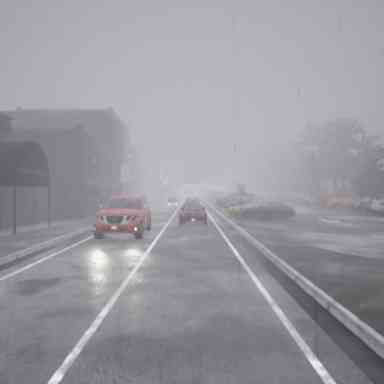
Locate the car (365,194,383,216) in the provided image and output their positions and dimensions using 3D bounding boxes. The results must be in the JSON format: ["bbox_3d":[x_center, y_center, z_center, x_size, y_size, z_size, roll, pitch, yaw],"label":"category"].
[{"bbox_3d":[19.116,1.163,29.751,5.566,2.045,2.435,0,0,0],"label":"car"}]

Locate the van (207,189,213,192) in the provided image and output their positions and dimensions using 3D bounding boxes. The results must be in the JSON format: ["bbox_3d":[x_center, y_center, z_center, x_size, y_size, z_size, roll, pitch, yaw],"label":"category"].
[{"bbox_3d":[5.971,0.897,71.591,4.442,1.987,1.878,0,0,0],"label":"van"}]

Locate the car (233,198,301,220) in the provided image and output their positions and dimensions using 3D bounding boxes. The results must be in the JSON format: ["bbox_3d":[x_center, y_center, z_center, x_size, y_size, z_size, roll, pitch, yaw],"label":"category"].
[{"bbox_3d":[6.018,1.472,27.140,4.674,1.452,2.002,1,0,0],"label":"car"}]

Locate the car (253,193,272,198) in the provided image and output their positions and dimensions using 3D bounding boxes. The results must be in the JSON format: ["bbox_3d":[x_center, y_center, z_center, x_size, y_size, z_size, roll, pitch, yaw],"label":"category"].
[{"bbox_3d":[19.209,0.998,91.021,4.674,1.452,2.002,0,1,0],"label":"car"}]

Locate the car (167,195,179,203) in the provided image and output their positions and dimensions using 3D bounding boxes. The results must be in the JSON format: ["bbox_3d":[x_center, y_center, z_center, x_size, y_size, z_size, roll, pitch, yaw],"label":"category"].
[{"bbox_3d":[-3.390,1.258,59.351,1.994,1.385,4.181,0,0,0],"label":"car"}]

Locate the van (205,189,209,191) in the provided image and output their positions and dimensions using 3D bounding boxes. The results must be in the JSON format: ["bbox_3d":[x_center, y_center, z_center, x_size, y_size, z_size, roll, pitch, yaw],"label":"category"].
[{"bbox_3d":[6.238,0.757,88.227,4.442,1.987,1.878,0,1,0],"label":"van"}]

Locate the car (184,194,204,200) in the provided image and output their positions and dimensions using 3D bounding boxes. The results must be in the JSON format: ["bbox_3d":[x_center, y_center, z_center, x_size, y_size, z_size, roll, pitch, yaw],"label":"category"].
[{"bbox_3d":[0.039,1.300,41.512,2.128,1.511,4.902,0,0,0],"label":"car"}]

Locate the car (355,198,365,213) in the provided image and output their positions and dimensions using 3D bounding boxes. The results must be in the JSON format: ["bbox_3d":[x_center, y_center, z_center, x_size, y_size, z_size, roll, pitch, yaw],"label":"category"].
[{"bbox_3d":[19.124,1.269,32.662,4.553,1.767,2.185,0,0,0],"label":"car"}]

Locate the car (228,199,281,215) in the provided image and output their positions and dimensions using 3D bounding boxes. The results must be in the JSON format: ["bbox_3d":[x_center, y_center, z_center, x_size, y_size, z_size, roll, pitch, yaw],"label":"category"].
[{"bbox_3d":[6.042,1.425,32.564,4.792,1.488,2.163,0,0,0],"label":"car"}]

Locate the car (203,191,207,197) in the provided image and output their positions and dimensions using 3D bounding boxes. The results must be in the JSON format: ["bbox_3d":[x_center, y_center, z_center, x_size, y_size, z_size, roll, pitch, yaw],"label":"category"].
[{"bbox_3d":[5.914,1.075,77.097,5.366,1.575,1.946,0,0,0],"label":"car"}]

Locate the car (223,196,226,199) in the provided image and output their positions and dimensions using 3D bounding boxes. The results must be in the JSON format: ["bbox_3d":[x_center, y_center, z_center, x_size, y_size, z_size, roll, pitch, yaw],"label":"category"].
[{"bbox_3d":[6.021,1.417,35.348,4.674,1.452,2.002,0,0,0],"label":"car"}]

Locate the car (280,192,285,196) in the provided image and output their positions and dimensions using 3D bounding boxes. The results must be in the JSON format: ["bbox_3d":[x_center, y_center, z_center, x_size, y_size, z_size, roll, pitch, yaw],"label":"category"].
[{"bbox_3d":[19.153,1.209,60.387,4.892,1.521,2.231,0,0,0],"label":"car"}]

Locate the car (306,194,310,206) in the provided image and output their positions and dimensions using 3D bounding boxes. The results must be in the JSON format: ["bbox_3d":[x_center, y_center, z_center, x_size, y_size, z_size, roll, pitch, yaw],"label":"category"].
[{"bbox_3d":[19.305,1.299,46.587,5.366,1.575,1.946,0,0,0],"label":"car"}]

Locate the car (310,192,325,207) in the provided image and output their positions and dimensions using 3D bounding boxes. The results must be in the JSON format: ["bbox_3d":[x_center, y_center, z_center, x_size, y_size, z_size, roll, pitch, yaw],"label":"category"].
[{"bbox_3d":[19.143,1.069,43.800,5.566,2.045,2.435,0,0,0],"label":"car"}]

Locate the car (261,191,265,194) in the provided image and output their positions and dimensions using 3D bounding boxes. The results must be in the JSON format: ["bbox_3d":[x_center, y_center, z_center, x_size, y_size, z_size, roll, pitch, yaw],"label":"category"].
[{"bbox_3d":[19.148,0.952,77.095,4.553,1.767,2.185,0,0,0],"label":"car"}]

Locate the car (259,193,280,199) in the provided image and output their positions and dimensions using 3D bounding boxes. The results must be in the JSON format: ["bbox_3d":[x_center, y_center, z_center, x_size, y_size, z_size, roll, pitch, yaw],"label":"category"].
[{"bbox_3d":[19.218,1.060,82.668,4.792,1.488,2.163,0,0,0],"label":"car"}]

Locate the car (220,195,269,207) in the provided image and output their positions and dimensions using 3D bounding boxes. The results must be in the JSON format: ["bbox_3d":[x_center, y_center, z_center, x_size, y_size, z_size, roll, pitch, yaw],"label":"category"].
[{"bbox_3d":[5.995,1.388,38.131,4.792,1.488,2.163,0,0,0],"label":"car"}]

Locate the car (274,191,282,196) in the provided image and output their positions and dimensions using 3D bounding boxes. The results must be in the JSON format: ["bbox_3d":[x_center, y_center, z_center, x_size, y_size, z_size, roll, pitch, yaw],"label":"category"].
[{"bbox_3d":[19.124,0.935,63.169,5.566,2.045,2.435,0,0,0],"label":"car"}]

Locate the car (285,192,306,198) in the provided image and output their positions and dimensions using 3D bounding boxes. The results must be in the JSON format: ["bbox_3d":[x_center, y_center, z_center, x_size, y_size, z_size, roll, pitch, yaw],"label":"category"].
[{"bbox_3d":[19.173,1.101,57.600,4.553,1.767,2.185,0,0,0],"label":"car"}]

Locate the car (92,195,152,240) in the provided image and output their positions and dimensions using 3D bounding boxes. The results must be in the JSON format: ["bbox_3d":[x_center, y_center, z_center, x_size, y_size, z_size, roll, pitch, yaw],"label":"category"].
[{"bbox_3d":[-3.373,1.170,17.152,2.150,2.045,5.566,0,0,0],"label":"car"}]

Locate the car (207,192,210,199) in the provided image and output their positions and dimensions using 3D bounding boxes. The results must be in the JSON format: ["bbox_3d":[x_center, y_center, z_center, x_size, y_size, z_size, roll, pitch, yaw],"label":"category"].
[{"bbox_3d":[6.054,1.175,68.746,4.792,1.488,2.163,0,0,0],"label":"car"}]

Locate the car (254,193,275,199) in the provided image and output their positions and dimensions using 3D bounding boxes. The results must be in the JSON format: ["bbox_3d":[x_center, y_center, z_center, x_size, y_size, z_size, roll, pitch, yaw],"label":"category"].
[{"bbox_3d":[19.206,0.982,88.236,5.008,1.535,2.097,0,0,0],"label":"car"}]

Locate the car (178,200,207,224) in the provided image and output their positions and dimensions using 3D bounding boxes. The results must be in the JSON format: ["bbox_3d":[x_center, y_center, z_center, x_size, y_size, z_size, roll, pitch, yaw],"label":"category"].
[{"bbox_3d":[0.067,1.513,23.922,1.895,1.301,4.718,0,0,0],"label":"car"}]

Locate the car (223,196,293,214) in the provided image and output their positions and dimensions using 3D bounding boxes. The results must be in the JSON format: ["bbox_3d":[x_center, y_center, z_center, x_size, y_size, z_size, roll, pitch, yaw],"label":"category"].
[{"bbox_3d":[5.822,1.411,29.782,5.366,1.575,1.946,0,0,0],"label":"car"}]

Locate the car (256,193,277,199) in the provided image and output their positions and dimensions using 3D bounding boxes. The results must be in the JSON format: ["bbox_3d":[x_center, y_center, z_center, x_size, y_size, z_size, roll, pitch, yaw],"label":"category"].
[{"bbox_3d":[19.202,1.008,85.451,4.892,1.521,2.231,0,1,0],"label":"car"}]

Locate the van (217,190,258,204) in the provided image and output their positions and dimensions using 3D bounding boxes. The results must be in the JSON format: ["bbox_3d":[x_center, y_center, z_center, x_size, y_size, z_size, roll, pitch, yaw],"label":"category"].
[{"bbox_3d":[5.918,1.095,43.820,4.442,1.987,1.878,0,0,0],"label":"van"}]

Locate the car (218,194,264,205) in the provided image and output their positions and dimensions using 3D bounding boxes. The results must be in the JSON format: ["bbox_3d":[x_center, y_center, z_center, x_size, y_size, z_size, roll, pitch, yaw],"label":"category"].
[{"bbox_3d":[6.023,1.342,40.914,4.892,1.521,2.231,0,0,0],"label":"car"}]

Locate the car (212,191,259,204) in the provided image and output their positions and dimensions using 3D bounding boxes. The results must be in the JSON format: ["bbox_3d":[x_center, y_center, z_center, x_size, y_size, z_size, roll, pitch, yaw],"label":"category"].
[{"bbox_3d":[6.012,1.052,46.478,5.566,2.045,2.435,0,0,0],"label":"car"}]

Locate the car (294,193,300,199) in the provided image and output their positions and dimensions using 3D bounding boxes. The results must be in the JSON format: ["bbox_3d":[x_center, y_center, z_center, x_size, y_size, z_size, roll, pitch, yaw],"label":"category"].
[{"bbox_3d":[19.101,1.295,52.033,4.792,1.488,2.163,0,0,0],"label":"car"}]

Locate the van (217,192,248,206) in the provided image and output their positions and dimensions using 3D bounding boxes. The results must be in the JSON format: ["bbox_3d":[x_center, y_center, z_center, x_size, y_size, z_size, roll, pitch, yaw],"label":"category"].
[{"bbox_3d":[5.929,1.059,49.262,4.442,1.987,1.878,0,0,0],"label":"van"}]

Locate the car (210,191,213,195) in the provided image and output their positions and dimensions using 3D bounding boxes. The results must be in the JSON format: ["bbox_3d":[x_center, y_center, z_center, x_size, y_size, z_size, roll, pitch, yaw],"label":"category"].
[{"bbox_3d":[6.036,1.082,60.396,4.553,1.767,2.185,0,0,0],"label":"car"}]

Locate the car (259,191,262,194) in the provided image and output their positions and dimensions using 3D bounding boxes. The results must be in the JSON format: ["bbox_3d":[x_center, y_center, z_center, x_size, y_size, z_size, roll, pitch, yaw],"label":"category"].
[{"bbox_3d":[19.156,0.804,79.878,5.566,2.045,2.435,0,0,0],"label":"car"}]

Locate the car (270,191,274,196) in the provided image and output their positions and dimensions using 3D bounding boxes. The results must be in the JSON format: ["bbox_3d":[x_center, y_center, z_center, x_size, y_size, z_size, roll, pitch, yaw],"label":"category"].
[{"bbox_3d":[19.131,1.019,68.742,4.553,1.767,2.185,0,0,0],"label":"car"}]

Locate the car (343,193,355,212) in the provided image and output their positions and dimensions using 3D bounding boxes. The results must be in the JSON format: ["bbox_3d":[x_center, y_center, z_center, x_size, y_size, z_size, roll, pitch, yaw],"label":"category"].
[{"bbox_3d":[19.130,1.251,35.447,4.553,1.767,2.185,0,0,0],"label":"car"}]

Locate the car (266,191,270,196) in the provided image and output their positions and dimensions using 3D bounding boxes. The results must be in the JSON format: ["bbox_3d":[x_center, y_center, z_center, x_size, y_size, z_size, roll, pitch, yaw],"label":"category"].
[{"bbox_3d":[19.163,1.123,71.527,5.008,1.535,2.097,0,0,0],"label":"car"}]

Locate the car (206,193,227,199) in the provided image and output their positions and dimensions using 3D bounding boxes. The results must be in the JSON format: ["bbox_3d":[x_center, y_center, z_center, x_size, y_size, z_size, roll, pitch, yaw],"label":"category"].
[{"bbox_3d":[6.105,1.031,82.663,5.008,1.535,2.097,0,0,0],"label":"car"}]

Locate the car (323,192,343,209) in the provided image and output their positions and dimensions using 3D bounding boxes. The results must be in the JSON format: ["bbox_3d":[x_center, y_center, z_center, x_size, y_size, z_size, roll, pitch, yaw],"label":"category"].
[{"bbox_3d":[19.078,1.214,40.892,4.553,1.767,2.185,0,0,0],"label":"car"}]

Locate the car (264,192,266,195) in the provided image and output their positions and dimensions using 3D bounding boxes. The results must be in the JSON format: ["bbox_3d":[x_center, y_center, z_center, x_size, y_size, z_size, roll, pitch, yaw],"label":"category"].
[{"bbox_3d":[19.177,1.140,74.312,4.674,1.452,2.002,0,0,0],"label":"car"}]

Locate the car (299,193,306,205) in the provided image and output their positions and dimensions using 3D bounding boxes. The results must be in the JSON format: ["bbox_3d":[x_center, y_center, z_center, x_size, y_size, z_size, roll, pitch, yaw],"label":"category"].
[{"bbox_3d":[19.131,1.284,49.246,5.008,1.535,2.097,0,0,0],"label":"car"}]

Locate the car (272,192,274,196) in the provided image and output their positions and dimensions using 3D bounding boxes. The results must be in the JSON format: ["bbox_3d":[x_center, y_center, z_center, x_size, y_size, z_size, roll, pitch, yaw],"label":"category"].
[{"bbox_3d":[19.162,1.166,65.958,5.008,1.535,2.097,0,0,0],"label":"car"}]
